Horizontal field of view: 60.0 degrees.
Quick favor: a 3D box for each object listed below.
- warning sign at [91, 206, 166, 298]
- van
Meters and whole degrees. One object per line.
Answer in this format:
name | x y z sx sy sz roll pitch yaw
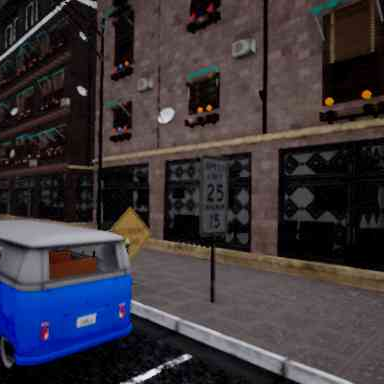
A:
warning sign | -1.470 1.270 7.716 1.060 1.860 1.300 0 -2 44
van | -2.693 1.428 5.590 3.998 1.788 1.690 0 -2 44
